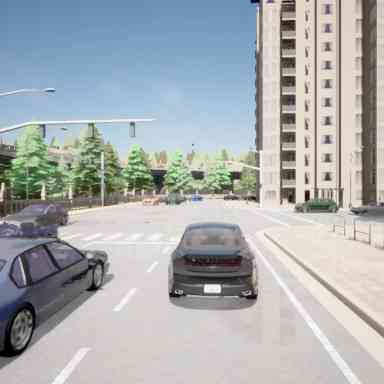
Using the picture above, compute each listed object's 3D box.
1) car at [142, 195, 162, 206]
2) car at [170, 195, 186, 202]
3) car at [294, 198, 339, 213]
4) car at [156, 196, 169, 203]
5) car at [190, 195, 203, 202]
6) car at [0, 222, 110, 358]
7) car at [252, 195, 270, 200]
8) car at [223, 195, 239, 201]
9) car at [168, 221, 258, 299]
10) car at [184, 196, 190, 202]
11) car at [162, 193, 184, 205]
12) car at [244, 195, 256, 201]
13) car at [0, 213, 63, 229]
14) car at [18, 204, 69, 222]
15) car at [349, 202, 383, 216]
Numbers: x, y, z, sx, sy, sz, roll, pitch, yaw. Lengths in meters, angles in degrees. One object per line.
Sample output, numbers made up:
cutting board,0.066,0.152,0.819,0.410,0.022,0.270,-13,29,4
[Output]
car,-7.001,1.350,56.440,2.097,1.767,4.553,0,0,4
car,-3.259,1.521,78.421,1.812,1.442,4.674,0,0,24
car,13.741,1.406,36.955,4.553,1.767,2.097,0,0,5
car,-6.008,1.562,68.241,1.994,1.385,4.181,0,0,6
car,0.967,1.475,79.085,1.882,1.535,5.008,0,0,24
car,-3.142,1.547,5.997,2.033,1.411,5.357,0,0,4
car,18.843,1.521,90.988,4.674,1.442,1.812,0,0,-20
car,10.142,1.497,85.401,4.892,1.490,1.837,0,0,-43
car,0.541,1.505,8.454,1.837,1.490,4.892,0,0,4
car,-2.398,1.488,69.154,2.128,1.511,4.902,0,0,10
car,-3.295,1.219,59.183,2.150,2.045,5.566,0,0,5
car,15.498,1.522,85.199,4.902,1.511,2.128,0,0,-34
car,-6.462,1.600,11.296,1.895,1.301,4.718,0,0,4
car,-9.362,1.491,20.652,2.128,1.511,4.902,0,0,4
car,18.341,1.655,33.156,4.718,1.301,1.895,0,0,3
